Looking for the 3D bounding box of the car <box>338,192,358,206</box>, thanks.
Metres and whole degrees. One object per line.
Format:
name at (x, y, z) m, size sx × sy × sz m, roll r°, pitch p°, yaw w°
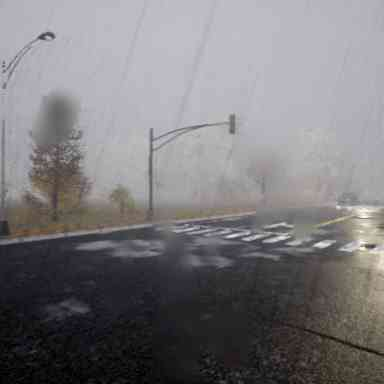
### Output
car at (24.546, 1.065, 52.184) m, size 2.150 × 2.045 × 5.566 m, roll 1°, pitch 1°, yaw 36°
